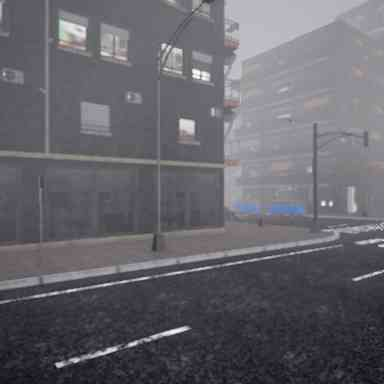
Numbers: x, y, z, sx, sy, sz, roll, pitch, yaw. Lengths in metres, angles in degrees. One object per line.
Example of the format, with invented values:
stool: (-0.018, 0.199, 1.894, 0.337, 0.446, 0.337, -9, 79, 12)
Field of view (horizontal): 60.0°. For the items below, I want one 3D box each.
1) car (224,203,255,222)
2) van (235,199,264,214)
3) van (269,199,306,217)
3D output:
car: (3.193, 1.921, 29.771, 1.802, 1.307, 4.206, -1, 0, -37)
van: (6.570, 1.742, 39.222, 1.690, 1.788, 3.998, -1, 0, -37)
van: (9.908, 1.669, 34.722, 1.690, 1.788, 3.998, -1, 0, -37)
